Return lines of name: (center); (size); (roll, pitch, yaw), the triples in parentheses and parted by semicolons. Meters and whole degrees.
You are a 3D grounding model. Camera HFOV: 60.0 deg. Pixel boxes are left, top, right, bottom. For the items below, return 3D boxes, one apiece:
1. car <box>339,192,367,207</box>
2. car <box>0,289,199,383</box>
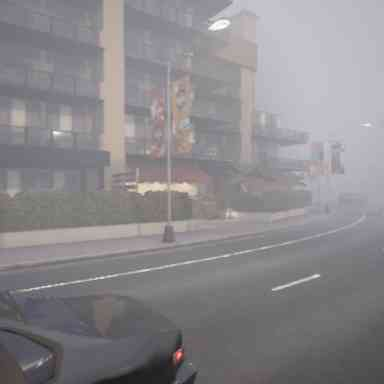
car: (22.569, 1.059, 46.900); (2.150, 2.045, 5.566); (0, 0, 4)
car: (-2.501, 1.552, 2.270); (5.357, 1.411, 2.033); (0, 0, -36)
